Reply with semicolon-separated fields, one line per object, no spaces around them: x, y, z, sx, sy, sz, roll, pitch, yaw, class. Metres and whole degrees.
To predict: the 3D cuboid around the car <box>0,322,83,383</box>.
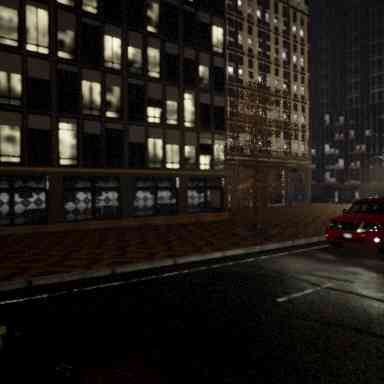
-2.740;1.570;1.783;4.181;1.385;1.994;0;0;-36;car

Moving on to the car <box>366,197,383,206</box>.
29.897;1.499;51.888;1.947;1.339;4.313;-1;1;-37;car

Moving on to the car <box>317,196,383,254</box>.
7.837;1.247;13.844;5.566;2.045;2.150;0;0;-38;car

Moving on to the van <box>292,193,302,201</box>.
22.920;0.995;75.135;1.690;1.788;3.998;-1;1;-37;van

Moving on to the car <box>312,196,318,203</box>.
23.080;1.426;60.987;1.947;1.339;4.313;-1;1;-37;car

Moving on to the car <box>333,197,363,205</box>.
26.472;1.479;56.426;1.802;1.307;4.206;-1;1;-37;car
